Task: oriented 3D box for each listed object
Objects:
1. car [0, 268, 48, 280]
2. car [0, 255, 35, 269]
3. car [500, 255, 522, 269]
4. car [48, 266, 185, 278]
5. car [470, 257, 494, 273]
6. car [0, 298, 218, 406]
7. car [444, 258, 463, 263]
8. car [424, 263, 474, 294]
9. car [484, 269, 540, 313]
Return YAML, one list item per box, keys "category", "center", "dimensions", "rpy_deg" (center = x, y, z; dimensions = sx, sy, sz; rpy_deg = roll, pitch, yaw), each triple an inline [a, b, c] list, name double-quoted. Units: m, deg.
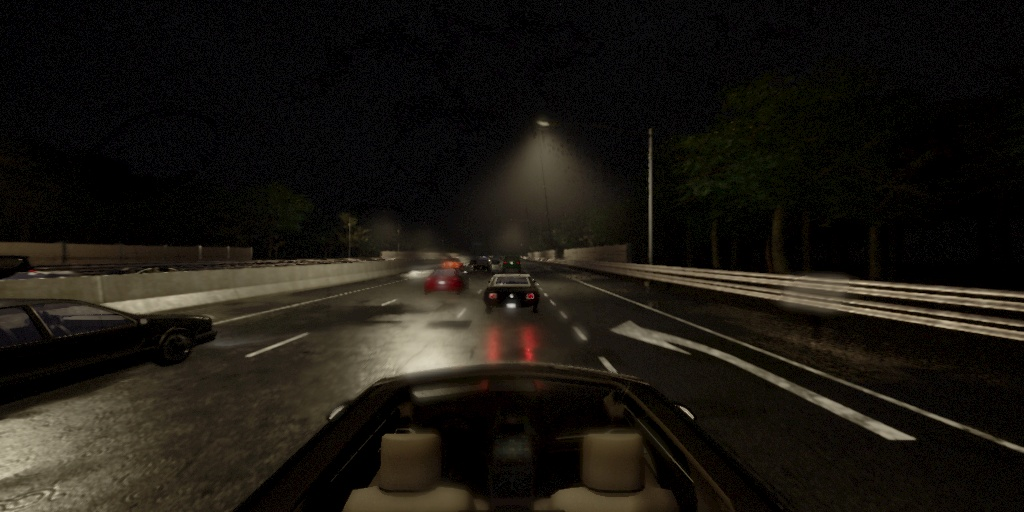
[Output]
- category: "car"
  center: [-21.101, 1.337, 15.882]
  dimensions: [1.895, 1.301, 4.718]
  rpy_deg: [0, 0, 0]
- category: "car"
  center: [-24.601, 0.958, 15.417]
  dimensions: [2.150, 2.045, 5.566]
  rpy_deg: [0, 0, 0]
- category: "car"
  center: [-0.014, 0.901, 43.192]
  dimensions: [2.150, 2.045, 5.566]
  rpy_deg: [0, 0, 0]
- category: "car"
  center: [-17.599, 1.242, 16.838]
  dimensions: [1.837, 1.490, 4.892]
  rpy_deg: [0, 0, 0]
- category: "car"
  center: [-3.513, 1.156, 43.154]
  dimensions: [1.882, 1.535, 5.008]
  rpy_deg: [0, 0, 0]
- category: "car"
  center: [-7.002, 1.294, 4.903]
  dimensions: [2.033, 1.411, 5.357]
  rpy_deg: [0, 0, 0]
- category: "car"
  center: [-7.013, 1.030, 43.082]
  dimensions: [2.097, 1.767, 4.553]
  rpy_deg: [0, 0, 0]
- category: "car"
  center: [-3.505, 1.297, 19.894]
  dimensions: [1.994, 1.385, 4.181]
  rpy_deg: [0, 0, 0]
- category: "car"
  center: [-0.004, 1.342, 13.924]
  dimensions: [1.895, 1.301, 4.718]
  rpy_deg: [0, 0, 0]
